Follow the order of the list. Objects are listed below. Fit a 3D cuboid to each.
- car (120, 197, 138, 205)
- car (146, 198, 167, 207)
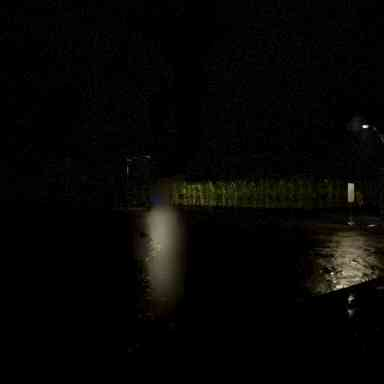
[{"bbox_3d":[-11.810,1.685,62.120,1.837,1.490,4.892,-1,0,-36],"label":"car"},{"bbox_3d":[-5.731,1.665,53.926,1.812,1.442,4.674,-1,0,-36],"label":"car"}]
